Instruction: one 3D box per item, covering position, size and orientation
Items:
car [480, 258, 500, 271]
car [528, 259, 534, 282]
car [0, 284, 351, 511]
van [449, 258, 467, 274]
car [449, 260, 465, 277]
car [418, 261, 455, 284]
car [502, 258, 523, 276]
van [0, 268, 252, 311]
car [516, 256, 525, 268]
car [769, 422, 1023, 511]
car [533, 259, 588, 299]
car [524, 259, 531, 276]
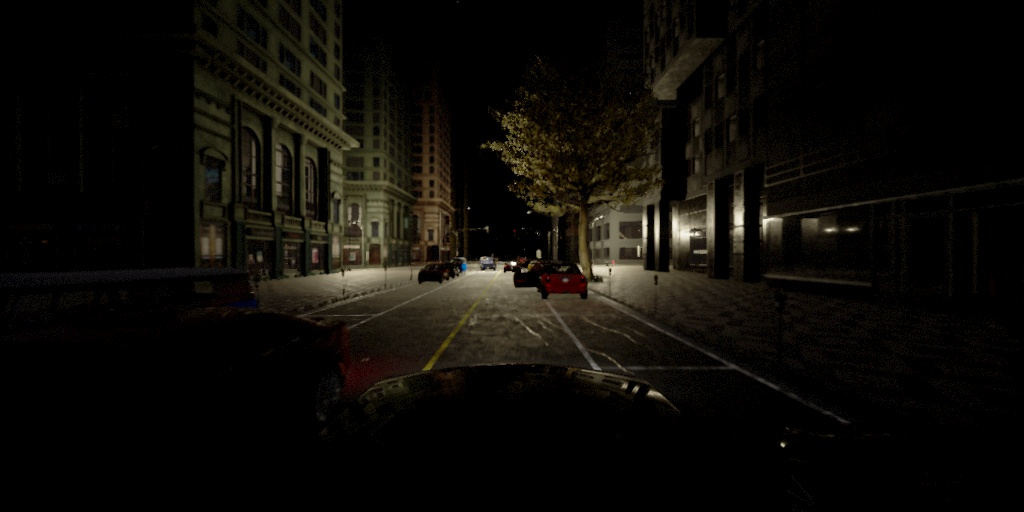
[{"bbox_3d":[-3.007,1.319,46.887,1.994,1.385,4.181,0,0,0],"label":"car"},{"bbox_3d":[2.758,1.269,32.567,1.888,1.381,4.507,0,0,0],"label":"car"},{"bbox_3d":[-3.100,1.226,2.794,1.882,1.535,5.008,0,0,0],"label":"car"},{"bbox_3d":[-5.768,1.062,37.748,1.690,1.789,3.998,0,0,0],"label":"van"},{"bbox_3d":[-5.767,1.290,32.335,1.948,1.339,4.313,0,0,0],"label":"car"},{"bbox_3d":[-5.766,1.272,26.922,1.888,1.381,4.507,0,0,0],"label":"car"},{"bbox_3d":[0.027,1.284,42.087,1.994,1.385,4.181,0,0,1],"label":"car"},{"bbox_3d":[-5.763,1.087,5.269,1.690,1.789,3.998,0,0,0],"label":"van"},{"bbox_3d":[3.645,1.138,54.135,5.008,1.535,1.882,-2,1,-22],"label":"car"},{"bbox_3d":[2.763,1.317,0.834,1.948,1.339,4.313,0,0,0],"label":"car"},{"bbox_3d":[2.386,1.086,18.097,2.097,1.767,4.553,0,0,0],"label":"car"},{"bbox_3d":[2.762,1.245,43.317,1.751,1.417,4.829,0,0,0],"label":"car"}]
